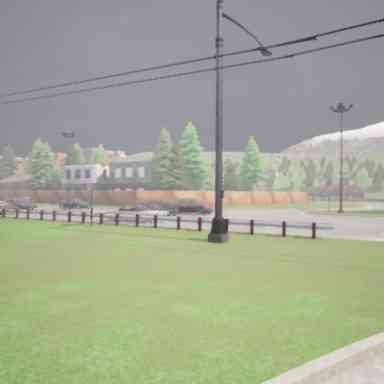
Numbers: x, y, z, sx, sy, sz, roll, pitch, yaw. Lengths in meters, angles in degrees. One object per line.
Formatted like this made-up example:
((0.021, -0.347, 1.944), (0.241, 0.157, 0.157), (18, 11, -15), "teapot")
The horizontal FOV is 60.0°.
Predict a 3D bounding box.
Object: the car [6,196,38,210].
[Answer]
((-19.544, 1.540, 37.595), (4.892, 1.490, 1.837), (0, 0, 29), "car")

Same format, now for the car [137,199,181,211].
((-4.221, 1.676, 42.731), (5.357, 1.411, 2.033), (0, 0, 15), "car")

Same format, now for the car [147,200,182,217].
((-3.405, 1.647, 28.610), (4.181, 1.385, 1.994), (0, 0, 29), "car")

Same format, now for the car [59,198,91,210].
((-15.157, 1.581, 43.165), (4.892, 1.490, 1.837), (0, 0, 29), "car")

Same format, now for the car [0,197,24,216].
((-19.469, 1.547, 33.548), (4.674, 1.442, 1.812), (0, 0, 29), "car")

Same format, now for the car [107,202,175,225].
((-3.982, 1.668, 24.926), (4.718, 1.301, 1.895), (0, 0, 29), "car")

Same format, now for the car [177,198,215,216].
((0.219, 1.473, 34.605), (4.553, 1.767, 2.097), (0, 0, 29), "car")

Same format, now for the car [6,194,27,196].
((-28.298, 1.276, 54.515), (5.566, 2.045, 2.150), (0, 0, 29), "car")
